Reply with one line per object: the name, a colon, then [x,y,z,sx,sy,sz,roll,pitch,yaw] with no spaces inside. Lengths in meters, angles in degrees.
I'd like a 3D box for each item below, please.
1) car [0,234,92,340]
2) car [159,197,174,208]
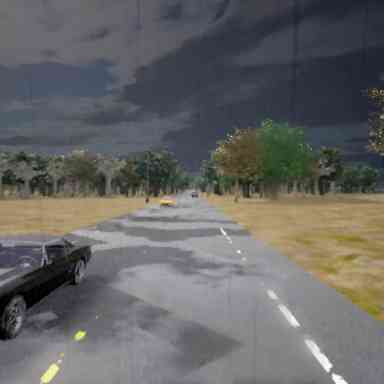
car: [-3.600,1.595,6.658,1.895,1.301,4.718,0,0,0]
car: [-3.578,1.429,47.584,1.882,1.535,5.008,0,0,0]
